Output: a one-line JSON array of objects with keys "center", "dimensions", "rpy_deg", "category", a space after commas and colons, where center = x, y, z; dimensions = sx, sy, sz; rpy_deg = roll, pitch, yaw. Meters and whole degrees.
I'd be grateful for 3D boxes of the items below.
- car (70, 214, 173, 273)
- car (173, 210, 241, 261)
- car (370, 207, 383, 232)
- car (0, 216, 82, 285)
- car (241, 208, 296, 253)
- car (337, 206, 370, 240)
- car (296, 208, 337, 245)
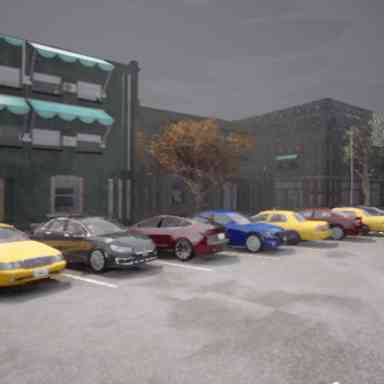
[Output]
[{"center": [-3.311, 1.511, 10.747], "dimensions": [4.892, 1.521, 2.231], "rpy_deg": [-1, -1, 35], "category": "car"}, {"center": [-0.922, 1.559, 12.476], "dimensions": [4.792, 1.488, 2.163], "rpy_deg": [-1, -1, 35], "category": "car"}, {"center": [8.588, 1.609, 19.429], "dimensions": [5.366, 1.575, 1.946], "rpy_deg": [-1, -1, 35], "category": "car"}, {"center": [-5.559, 1.485, 8.935], "dimensions": [5.366, 1.575, 1.946], "rpy_deg": [-1, -1, 34], "category": "car"}, {"center": [1.510, 1.549, 14.175], "dimensions": [5.008, 1.535, 2.097], "rpy_deg": [-1, -1, 35], "category": "car"}, {"center": [6.338, 1.589, 17.618], "dimensions": [5.008, 1.535, 2.097], "rpy_deg": [-1, -1, 34], "category": "car"}, {"center": [3.768, 1.569, 15.997], "dimensions": [5.366, 1.575, 1.946], "rpy_deg": [-1, -1, 35], "category": "car"}]
